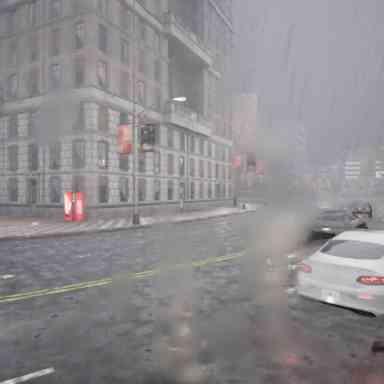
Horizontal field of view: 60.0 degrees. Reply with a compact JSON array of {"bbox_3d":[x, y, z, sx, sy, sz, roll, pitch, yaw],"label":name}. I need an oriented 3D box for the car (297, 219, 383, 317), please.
[{"bbox_3d":[3.972,1.523,7.076,4.674,1.442,1.812,0,0,-43],"label":"car"}]

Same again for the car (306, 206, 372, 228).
[{"bbox_3d":[6.908,1.556,15.728,1.994,1.385,4.181,0,0,37],"label":"car"}]

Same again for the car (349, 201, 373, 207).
[{"bbox_3d":[15.972,1.533,31.503,2.033,1.411,5.357,0,0,28],"label":"car"}]
